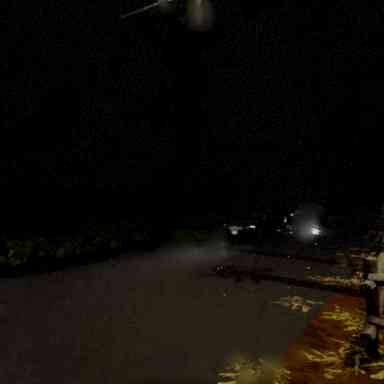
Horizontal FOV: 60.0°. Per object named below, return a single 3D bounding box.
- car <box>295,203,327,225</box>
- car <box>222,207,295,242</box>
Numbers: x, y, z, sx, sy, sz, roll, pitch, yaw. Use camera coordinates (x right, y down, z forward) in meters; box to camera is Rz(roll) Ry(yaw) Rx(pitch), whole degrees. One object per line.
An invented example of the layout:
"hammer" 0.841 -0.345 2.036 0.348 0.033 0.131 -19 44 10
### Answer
"car" 8.835 1.597 25.064 1.812 1.442 4.674 0 0 34
"car" 3.276 1.553 16.914 2.128 1.511 4.902 0 0 34
